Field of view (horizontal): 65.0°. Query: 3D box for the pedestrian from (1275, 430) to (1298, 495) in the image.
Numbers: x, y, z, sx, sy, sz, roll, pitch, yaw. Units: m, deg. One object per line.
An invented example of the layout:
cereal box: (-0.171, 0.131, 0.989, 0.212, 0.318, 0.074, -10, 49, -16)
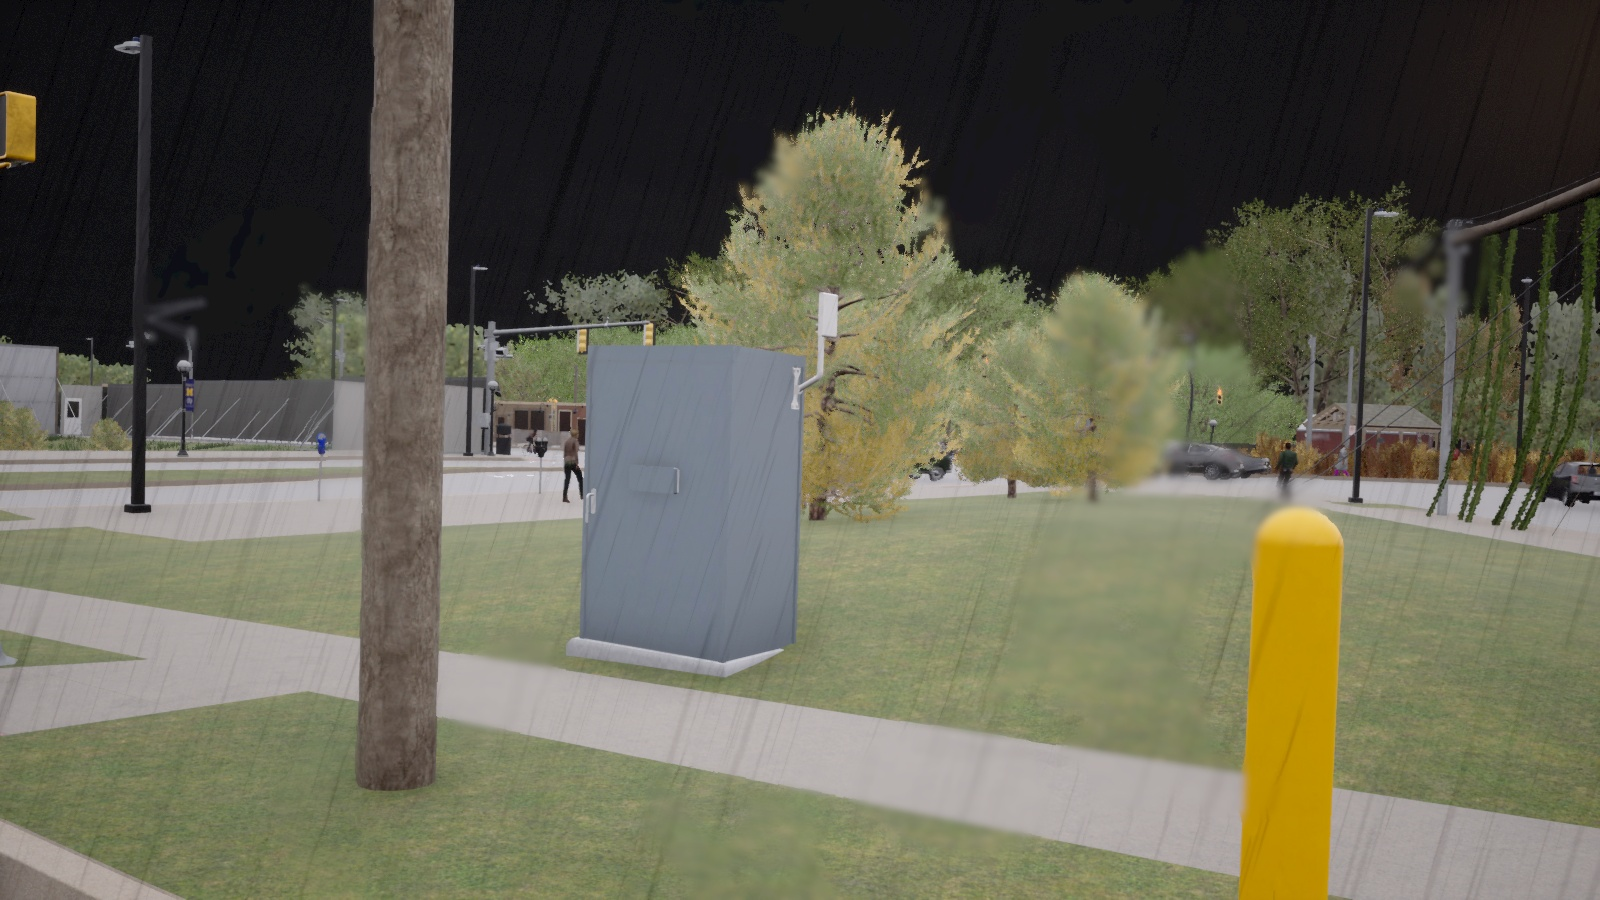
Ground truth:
pedestrian: (14.847, 0.362, 38.349, 0.423, 1.949, 0.788, 1, 2, 8)

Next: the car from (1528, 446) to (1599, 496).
car: (26.696, 0.694, 43.151, 1.845, 1.501, 3.633, 1, 2, 12)

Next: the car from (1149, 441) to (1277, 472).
car: (19.501, 0.292, 59.383, 5.357, 1.411, 2.033, 0, 1, 34)

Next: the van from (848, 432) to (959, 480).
van: (4.420, 0.233, 53.416, 4.442, 1.987, 1.775, 0, 1, -30)

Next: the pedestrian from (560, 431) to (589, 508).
pedestrian: (-5.494, 0.467, 30.594, 0.331, 1.846, 0.634, 2, 2, 31)

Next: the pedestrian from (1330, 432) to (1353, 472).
pedestrian: (26.898, 0.077, 62.413, 0.873, 1.952, 0.659, 2, 2, 37)

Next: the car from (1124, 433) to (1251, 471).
car: (17.393, 0.083, 56.400, 5.027, 1.651, 2.152, 0, 1, 34)
